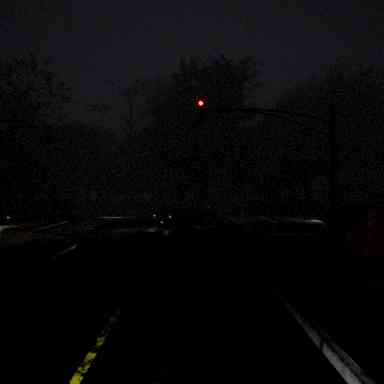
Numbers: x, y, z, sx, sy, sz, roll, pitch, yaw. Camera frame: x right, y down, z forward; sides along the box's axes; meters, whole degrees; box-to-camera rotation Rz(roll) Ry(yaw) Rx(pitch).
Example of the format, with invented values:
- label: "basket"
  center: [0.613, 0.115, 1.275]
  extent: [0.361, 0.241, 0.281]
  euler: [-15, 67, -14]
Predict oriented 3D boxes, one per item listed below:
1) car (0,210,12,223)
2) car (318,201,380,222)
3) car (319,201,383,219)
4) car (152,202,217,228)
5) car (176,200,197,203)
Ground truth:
- label: "car"
  center: [-14.901, 1.472, 22.823]
  extent: [4.674, 1.442, 1.812]
  euler: [0, 0, 0]
- label: "car"
  center: [12.289, 1.616, 26.370]
  extent: [4.181, 1.385, 1.994]
  euler: [0, 0, -1]
- label: "car"
  center: [14.203, 1.553, 29.628]
  extent: [4.902, 1.511, 2.128]
  euler: [0, 0, 0]
- label: "car"
  center: [-0.450, 1.603, 22.513]
  extent: [1.895, 1.301, 4.718]
  euler: [0, 0, 42]
- label: "car"
  center: [-0.777, 1.501, 29.576]
  extent: [4.902, 1.511, 2.128]
  euler: [0, 0, 0]
